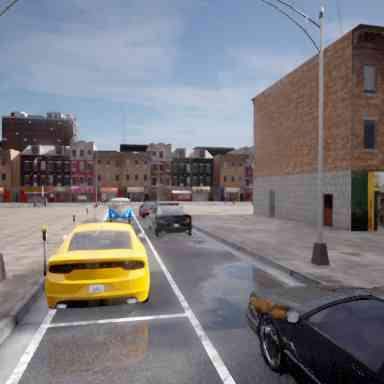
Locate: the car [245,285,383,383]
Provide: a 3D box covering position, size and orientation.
[{"bbox_3d":[2.198,1.547,2.745,2.033,1.411,5.357,0,0,-12],"label":"car"}]

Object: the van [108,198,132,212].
[{"bbox_3d":[-5.313,1.344,24.570,1.690,1.788,3.998,-1,0,-12],"label":"van"}]

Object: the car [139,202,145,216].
[{"bbox_3d":[-3.789,1.570,30.506,1.994,1.385,4.181,0,0,-12],"label":"car"}]

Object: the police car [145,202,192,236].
[{"bbox_3d":[-1.318,1.425,18.588,1.930,1.638,5.238,0,0,-12],"label":"police car"}]

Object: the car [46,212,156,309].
[{"bbox_3d":[-2.122,1.477,8.024,1.882,1.535,5.008,0,0,-12],"label":"car"}]
